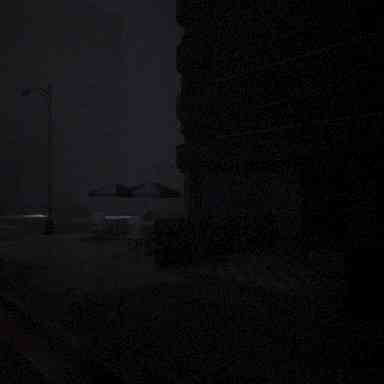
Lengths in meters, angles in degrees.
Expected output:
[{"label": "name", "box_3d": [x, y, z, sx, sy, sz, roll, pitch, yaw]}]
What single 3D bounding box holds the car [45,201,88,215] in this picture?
[{"label": "car", "box_3d": [-12.981, 1.619, 34.495, 1.994, 1.385, 4.181, 0, 0, 45]}]
